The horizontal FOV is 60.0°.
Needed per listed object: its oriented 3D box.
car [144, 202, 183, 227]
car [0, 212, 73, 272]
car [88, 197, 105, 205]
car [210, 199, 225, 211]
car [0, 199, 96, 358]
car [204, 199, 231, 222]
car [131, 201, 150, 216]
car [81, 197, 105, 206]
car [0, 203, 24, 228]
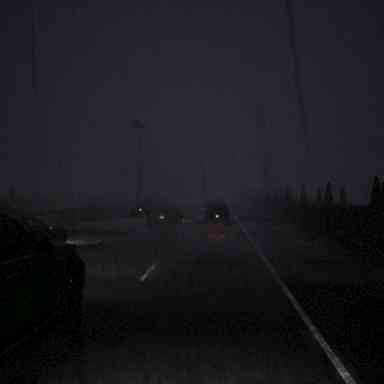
[{"bbox_3d":[-1.764,1.584,23.178,1.994,1.385,4.181,0,0,4],"label":"car"},{"bbox_3d":[-6.217,1.535,11.323,2.033,1.411,5.357,0,0,5],"label":"car"},{"bbox_3d":[-14.012,1.653,47.409,1.895,1.301,4.718,0,0,5],"label":"car"},{"bbox_3d":[3.280,1.615,42.516,1.812,1.442,4.674,0,0,5],"label":"car"},{"bbox_3d":[-3.192,1.211,3.952,2.150,2.045,5.566,0,0,3],"label":"car"},{"bbox_3d":[2.049,1.544,27.014,1.837,1.490,4.892,0,0,5],"label":"car"},{"bbox_3d":[-4.542,1.597,32.446,1.994,1.385,4.181,0,0,5],"label":"car"},{"bbox_3d":[-16.767,1.580,56.591,2.128,1.511,4.902,0,0,5],"label":"car"},{"bbox_3d":[-12.705,1.486,20.570,1.837,1.490,4.892,0,0,5],"label":"car"}]
